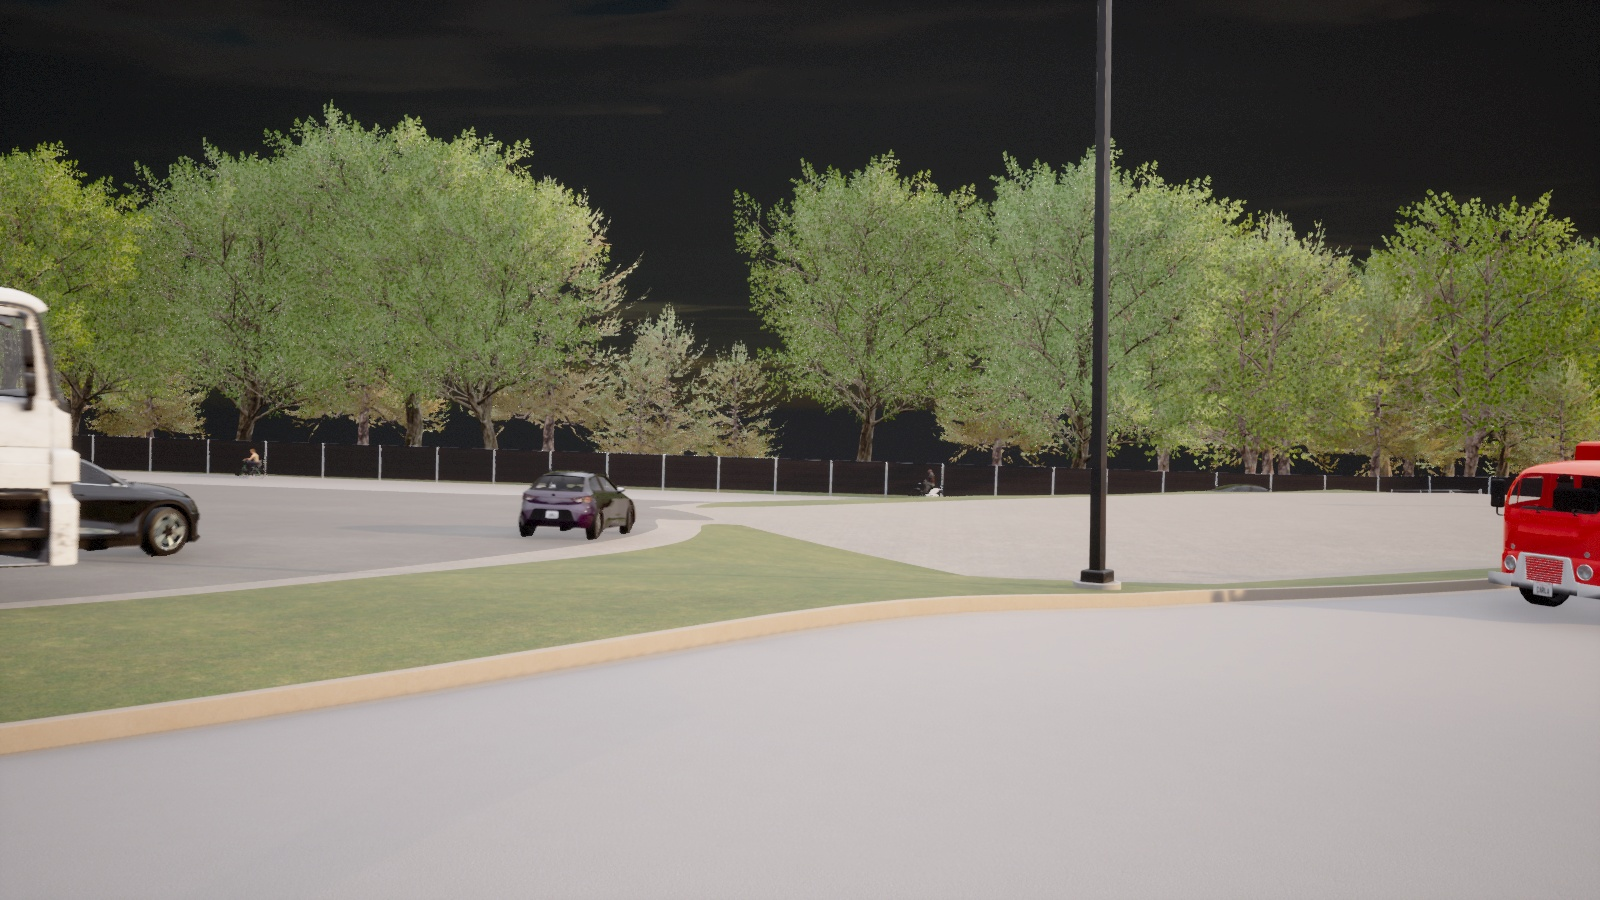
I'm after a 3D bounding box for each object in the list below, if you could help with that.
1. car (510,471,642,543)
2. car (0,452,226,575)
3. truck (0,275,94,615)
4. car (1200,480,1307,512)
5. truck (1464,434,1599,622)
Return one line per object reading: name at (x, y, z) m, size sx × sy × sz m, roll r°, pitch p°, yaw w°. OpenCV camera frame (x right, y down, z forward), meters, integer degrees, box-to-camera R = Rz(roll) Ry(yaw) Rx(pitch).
car at (-5.047, 1.260, 28.899) m, size 1.816 × 1.474 × 4.193 m, roll 2°, pitch -1°, yaw 7°
car at (-11.218, 0.870, 18.459) m, size 2.033 × 1.649 × 4.856 m, roll 1°, pitch -1°, yaw 25°
truck at (-11.148, -0.096, 11.193) m, size 2.891 × 3.462 × 7.936 m, roll -1°, pitch -1°, yaw 37°
car at (23.743, 2.381, 65.860) m, size 4.892 × 1.490 × 1.837 m, roll 1°, pitch 2°, yaw 0°
truck at (12.803, 1.018, 18.327) m, size 5.204 × 2.467 × 2.627 m, roll 0°, pitch 2°, yaw -20°
